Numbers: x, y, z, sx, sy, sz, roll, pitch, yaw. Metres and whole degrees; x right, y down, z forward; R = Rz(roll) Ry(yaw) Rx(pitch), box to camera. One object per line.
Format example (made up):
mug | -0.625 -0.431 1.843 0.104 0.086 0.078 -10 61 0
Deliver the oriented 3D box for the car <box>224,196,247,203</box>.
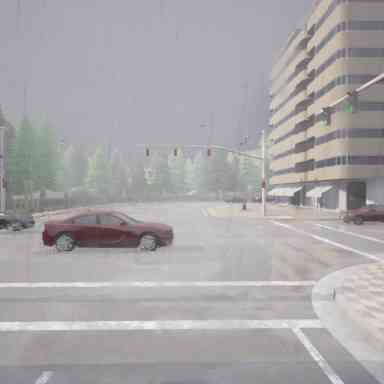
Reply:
car | 8.903 1.547 68.136 5.357 1.411 2.033 0 0 -38

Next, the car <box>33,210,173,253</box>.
car | -3.242 1.489 13.142 5.008 1.535 1.882 0 0 -1

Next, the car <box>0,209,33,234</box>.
car | -11.361 1.519 18.339 4.902 1.511 2.128 0 0 -23

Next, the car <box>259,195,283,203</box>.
car | 17.568 1.525 73.739 4.902 1.511 2.128 0 0 -23

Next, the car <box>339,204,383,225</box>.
car | 13.172 1.581 24.090 4.674 1.442 1.812 0 0 -1

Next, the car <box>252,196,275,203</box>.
car | 14.216 1.526 67.838 4.674 1.442 1.812 0 0 -34
